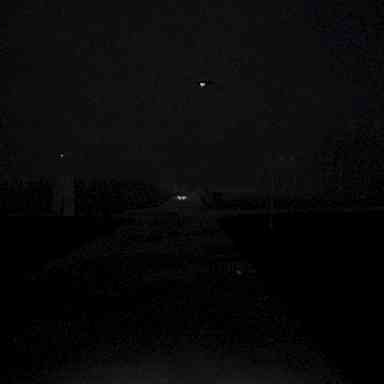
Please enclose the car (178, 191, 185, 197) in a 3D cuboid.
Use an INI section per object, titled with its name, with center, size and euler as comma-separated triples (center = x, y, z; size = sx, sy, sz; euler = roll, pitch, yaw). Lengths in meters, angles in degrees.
[car]
center = -2.846, 0.600, 91.913
size = 2.128, 1.511, 4.902
euler = 0, 1, 0
